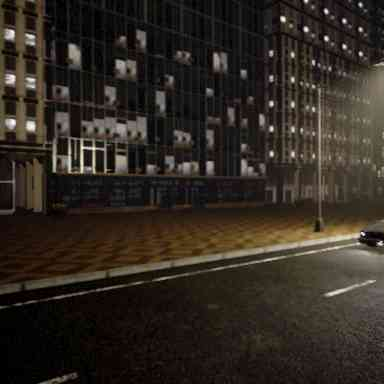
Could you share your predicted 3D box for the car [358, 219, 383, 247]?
[{"bbox_3d":[8.994,1.490,13.601,5.357,1.411,2.033,0,0,-35],"label":"car"}]
